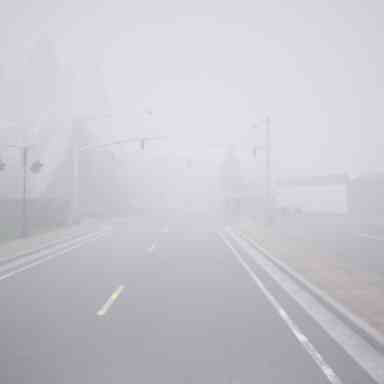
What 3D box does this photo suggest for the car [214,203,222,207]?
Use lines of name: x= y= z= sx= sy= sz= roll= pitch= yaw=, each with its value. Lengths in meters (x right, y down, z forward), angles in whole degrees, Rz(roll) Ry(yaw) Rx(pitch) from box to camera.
car: x=7.028 y=2.560 z=69.797 sx=4.718 sy=1.301 sz=1.895 roll=0 pitch=-1 yaw=-13

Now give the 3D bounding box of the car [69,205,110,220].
car: x=-10.385 y=2.030 z=33.404 sx=4.181 sy=1.385 sz=1.994 roll=1 pitch=-1 yaw=-1
